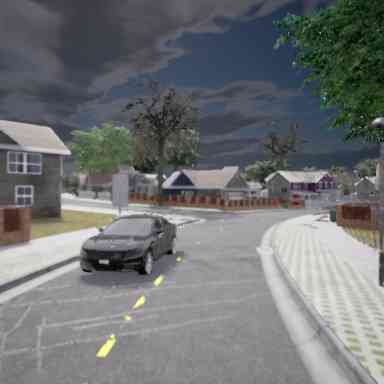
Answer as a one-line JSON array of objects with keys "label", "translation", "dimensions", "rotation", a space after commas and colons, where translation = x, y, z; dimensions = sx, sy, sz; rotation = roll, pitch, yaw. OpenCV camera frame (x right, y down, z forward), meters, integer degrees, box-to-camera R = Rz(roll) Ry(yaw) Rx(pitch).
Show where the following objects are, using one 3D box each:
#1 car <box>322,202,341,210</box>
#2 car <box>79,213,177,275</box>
[{"label": "car", "translation": [24.071, 2.335, 56.859], "dimensions": [4.674, 1.442, 1.812], "rotation": [0, 0, -38]}, {"label": "car", "translation": [-1.803, 1.505, 10.857], "dimensions": [1.882, 1.535, 5.008], "rotation": [0, 0, 10]}]
